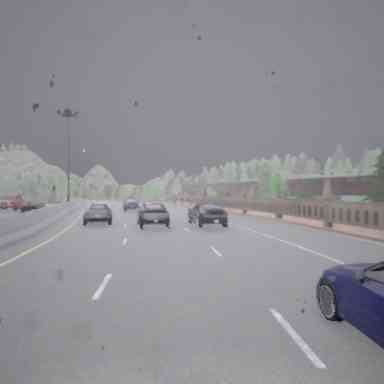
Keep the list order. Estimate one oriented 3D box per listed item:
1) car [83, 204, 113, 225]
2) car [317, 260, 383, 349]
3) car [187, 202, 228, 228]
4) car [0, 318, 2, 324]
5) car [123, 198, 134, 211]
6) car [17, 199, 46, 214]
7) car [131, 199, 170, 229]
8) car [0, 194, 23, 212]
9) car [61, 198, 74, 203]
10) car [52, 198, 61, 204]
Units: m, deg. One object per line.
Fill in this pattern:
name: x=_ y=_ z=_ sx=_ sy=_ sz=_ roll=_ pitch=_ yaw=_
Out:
car: x=-6.848 y=1.558 z=24.395 sx=1.994 sy=1.385 sz=4.181 roll=0 pitch=0 yaw=-14
car: x=3.300 y=1.504 z=4.255 sx=1.812 sy=1.442 sz=4.674 roll=0 pitch=0 yaw=-3
car: x=0.926 y=1.456 z=21.815 sx=1.837 sy=1.490 sz=4.892 roll=0 pitch=0 yaw=-12
car: x=-3.518 y=1.558 z=2.172 sx=2.033 sy=1.411 sz=5.357 roll=0 pitch=0 yaw=-2
car: x=-7.329 y=1.498 z=40.139 sx=1.812 sy=1.442 sz=4.674 roll=0 pitch=0 yaw=-15
car: x=-17.502 y=1.645 z=36.775 sx=1.895 sy=1.301 sz=4.718 roll=0 pitch=0 yaw=-15
car: x=-2.597 y=1.464 z=21.601 sx=2.128 sy=1.511 sz=4.902 roll=0 pitch=0 yaw=-12
car: x=-22.201 y=1.289 z=40.763 sx=2.150 sy=2.045 sz=5.566 roll=0 pitch=0 yaw=-15
car: x=-28.006 y=2.012 z=76.018 sx=1.882 sy=1.535 sz=5.008 roll=0 pitch=-3 yaw=-15
car: x=-33.140 y=2.197 z=81.603 sx=2.097 sy=1.767 sz=4.553 roll=0 pitch=-5 yaw=-15
